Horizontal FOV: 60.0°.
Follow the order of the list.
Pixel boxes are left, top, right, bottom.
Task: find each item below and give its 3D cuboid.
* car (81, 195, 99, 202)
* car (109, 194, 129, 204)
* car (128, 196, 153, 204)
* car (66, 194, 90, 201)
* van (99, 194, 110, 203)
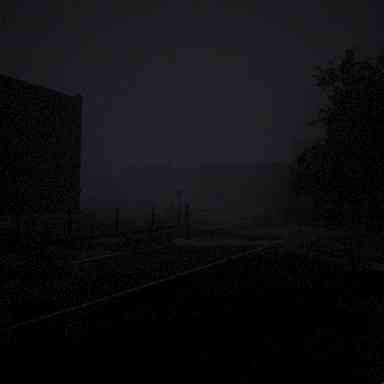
[{"bbox_3d":[-21.439,1.345,73.685,2.185,1.767,4.553,2,0,32],"label":"car"},{"bbox_3d":[-14.328,1.525,69.323,2.185,1.767,4.553,1,-1,32],"label":"car"},{"bbox_3d":[-9.731,1.776,66.429,2.163,1.488,4.792,1,-1,32],"label":"car"},{"bbox_3d":[-26.192,1.340,76.569,2.231,1.521,4.892,2,0,32],"label":"car"},{"bbox_3d":[-16.880,1.365,70.718,1.878,1.987,4.442,1,-1,32],"label":"van"}]
